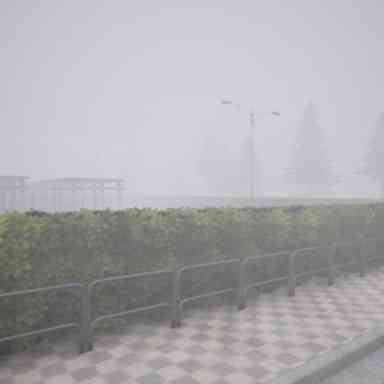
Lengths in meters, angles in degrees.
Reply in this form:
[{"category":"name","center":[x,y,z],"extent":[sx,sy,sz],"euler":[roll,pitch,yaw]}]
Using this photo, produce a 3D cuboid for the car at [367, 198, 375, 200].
[{"category":"car","center":[41.095,2.112,76.455],"extent":[2.033,1.411,5.357],"euler":[0,0,5]}]
